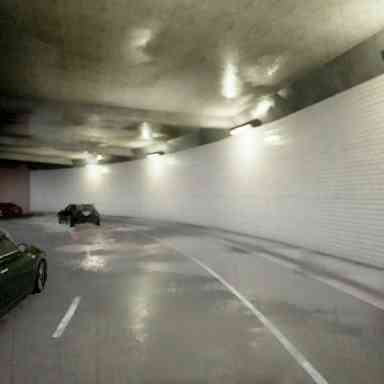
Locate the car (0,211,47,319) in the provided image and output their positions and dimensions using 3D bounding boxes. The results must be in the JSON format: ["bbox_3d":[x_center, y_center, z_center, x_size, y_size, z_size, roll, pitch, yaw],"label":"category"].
[{"bbox_3d":[-4.258,1.421,6.066,2.097,1.767,4.553,0,0,-9],"label":"car"}]

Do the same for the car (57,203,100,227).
[{"bbox_3d":[-8.597,1.602,25.003,2.097,1.767,4.553,0,0,-35],"label":"car"}]

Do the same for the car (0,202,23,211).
[{"bbox_3d":[-20.466,1.865,36.165,5.008,1.535,1.882,0,0,34],"label":"car"}]
